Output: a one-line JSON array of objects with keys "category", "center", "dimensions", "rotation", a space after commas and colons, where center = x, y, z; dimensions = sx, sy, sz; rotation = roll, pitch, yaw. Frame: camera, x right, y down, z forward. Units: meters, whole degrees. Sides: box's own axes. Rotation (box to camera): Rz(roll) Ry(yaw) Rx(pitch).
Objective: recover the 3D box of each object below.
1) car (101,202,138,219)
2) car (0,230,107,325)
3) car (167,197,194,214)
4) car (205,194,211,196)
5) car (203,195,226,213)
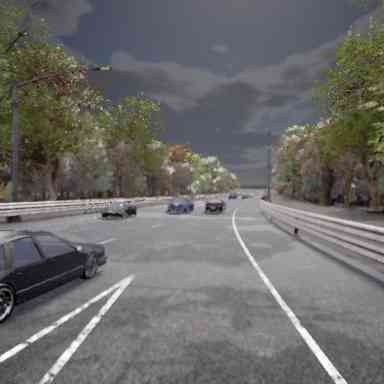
[{"category": "car", "center": [-6.227, 1.524, 29.113], "dimensions": [1.994, 1.385, 4.181], "rotation": [1, 0, 12]}, {"category": "car", "center": [-3.789, 1.537, 7.067], "dimensions": [2.033, 1.411, 5.357], "rotation": [0, 0, 12]}, {"category": "car", "center": [-1.143, 1.343, 36.148], "dimensions": [2.097, 1.767, 4.553], "rotation": [0, 0, 12]}, {"category": "car", "center": [3.919, 1.321, 76.559], "dimensions": [2.097, 1.767, 4.553], "rotation": [0, 0, 12]}, {"category": "car", "center": [2.714, 1.495, 37.463], "dimensions": [1.882, 1.535, 5.008], "rotation": [0, 0, 12]}]
